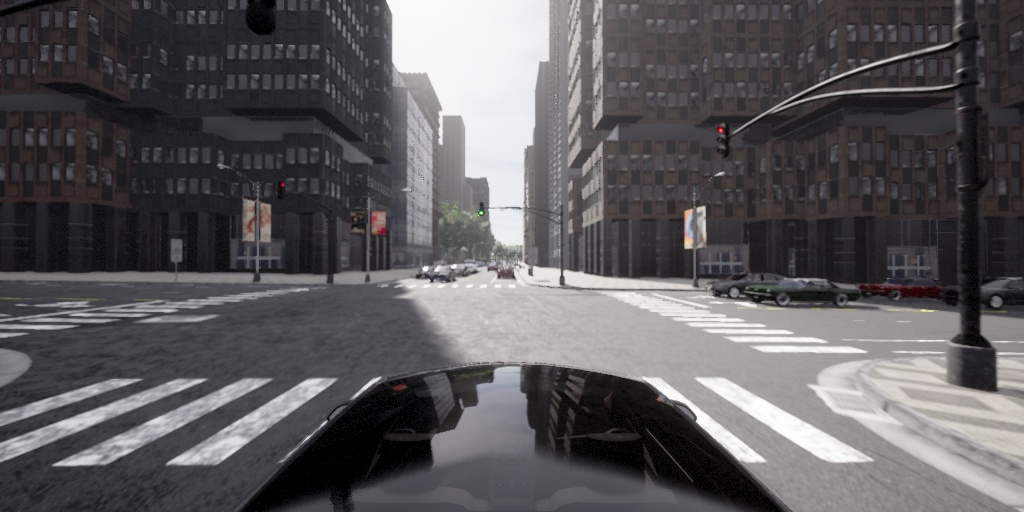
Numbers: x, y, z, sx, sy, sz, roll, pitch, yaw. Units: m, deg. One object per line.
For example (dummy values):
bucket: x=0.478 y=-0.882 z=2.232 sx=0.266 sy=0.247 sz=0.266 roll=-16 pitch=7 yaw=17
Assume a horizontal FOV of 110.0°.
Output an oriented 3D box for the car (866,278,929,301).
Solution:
car: x=23.224 y=1.934 z=21.172 sx=4.718 sy=1.301 sz=1.895 roll=1 pitch=-1 yaw=0

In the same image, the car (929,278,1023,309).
car: x=24.492 y=1.822 z=17.947 sx=4.892 sy=1.490 sz=1.837 roll=1 pitch=-1 yaw=0

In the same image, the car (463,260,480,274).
car: x=-6.606 y=1.643 z=54.891 sx=2.150 sy=2.045 sz=5.566 roll=0 pitch=-1 yaw=0

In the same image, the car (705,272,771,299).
car: x=14.004 y=1.704 z=21.127 sx=4.892 sy=1.490 sz=1.837 roll=1 pitch=-1 yaw=0

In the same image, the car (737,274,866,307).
car: x=14.291 y=1.770 z=17.878 sx=4.718 sy=1.301 sz=1.895 roll=1 pitch=-1 yaw=-3

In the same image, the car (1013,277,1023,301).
car: x=33.191 y=2.042 z=21.244 sx=4.181 sy=1.385 sz=1.994 roll=1 pitch=-1 yaw=0

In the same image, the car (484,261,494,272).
car: x=-3.503 y=2.093 z=65.131 sx=1.812 sy=1.442 sz=4.674 roll=0 pitch=-1 yaw=0

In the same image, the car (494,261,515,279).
car: x=-0.645 y=1.640 z=39.151 sx=1.967 sy=1.591 sz=4.097 roll=0 pitch=0 yaw=0

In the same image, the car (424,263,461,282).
car: x=-6.456 y=1.676 z=33.990 sx=2.033 sy=1.411 sz=5.357 roll=0 pitch=-1 yaw=-1

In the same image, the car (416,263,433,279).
car: x=-9.169 y=1.766 z=39.089 sx=1.948 sy=1.339 sz=4.313 roll=0 pitch=0 yaw=0

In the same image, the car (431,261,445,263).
car: x=-9.210 y=1.591 z=44.515 sx=2.192 sy=1.841 sz=5.009 roll=0 pitch=0 yaw=0

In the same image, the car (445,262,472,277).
car: x=-6.541 y=1.764 z=44.256 sx=2.128 sy=1.511 sz=4.902 roll=0 pitch=-1 yaw=0
